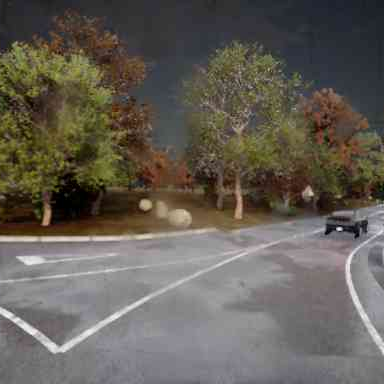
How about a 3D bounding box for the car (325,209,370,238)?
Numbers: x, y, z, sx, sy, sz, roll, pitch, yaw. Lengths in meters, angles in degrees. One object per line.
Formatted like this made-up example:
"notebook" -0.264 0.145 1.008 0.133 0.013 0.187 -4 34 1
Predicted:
"car" 9.573 1.839 20.451 1.837 1.490 4.892 3 0 35
